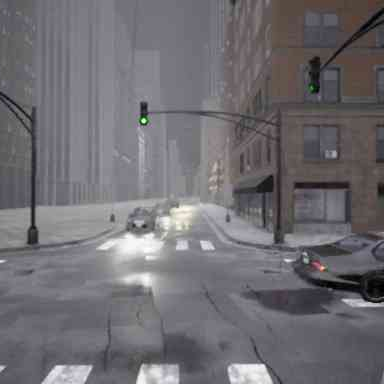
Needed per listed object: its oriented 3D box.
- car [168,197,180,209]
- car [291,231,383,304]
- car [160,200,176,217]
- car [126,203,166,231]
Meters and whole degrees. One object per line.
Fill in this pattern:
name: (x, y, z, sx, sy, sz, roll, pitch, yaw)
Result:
car: (-3.292, 1.914, 57.434, 2.150, 2.045, 5.566, 0, -1, 0)
car: (5.162, 1.650, 7.804, 5.357, 1.411, 2.033, 0, -1, -1)
car: (-3.286, 1.931, 37.605, 2.128, 1.511, 4.902, 0, -1, 0)
car: (-3.217, 1.752, 22.593, 2.128, 1.511, 4.902, 0, 0, 0)
